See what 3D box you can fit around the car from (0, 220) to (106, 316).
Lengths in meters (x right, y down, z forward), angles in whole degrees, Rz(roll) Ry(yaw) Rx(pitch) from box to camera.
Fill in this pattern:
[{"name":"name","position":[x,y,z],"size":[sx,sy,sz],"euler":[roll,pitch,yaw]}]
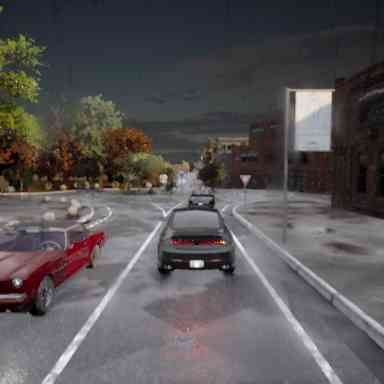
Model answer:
[{"name":"car","position":[-3.354,1.361,7.145],"size":[1.895,1.301,4.718],"euler":[0,2,0]}]

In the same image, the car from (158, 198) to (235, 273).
[{"name":"car","position":[0.102,1.167,9.505],"size":[1.837,1.490,4.892],"euler":[0,3,0]}]

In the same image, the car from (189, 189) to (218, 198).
[{"name":"car","position":[0.834,0.514,24.962],"size":[2.128,1.511,4.902],"euler":[0,2,6]}]
